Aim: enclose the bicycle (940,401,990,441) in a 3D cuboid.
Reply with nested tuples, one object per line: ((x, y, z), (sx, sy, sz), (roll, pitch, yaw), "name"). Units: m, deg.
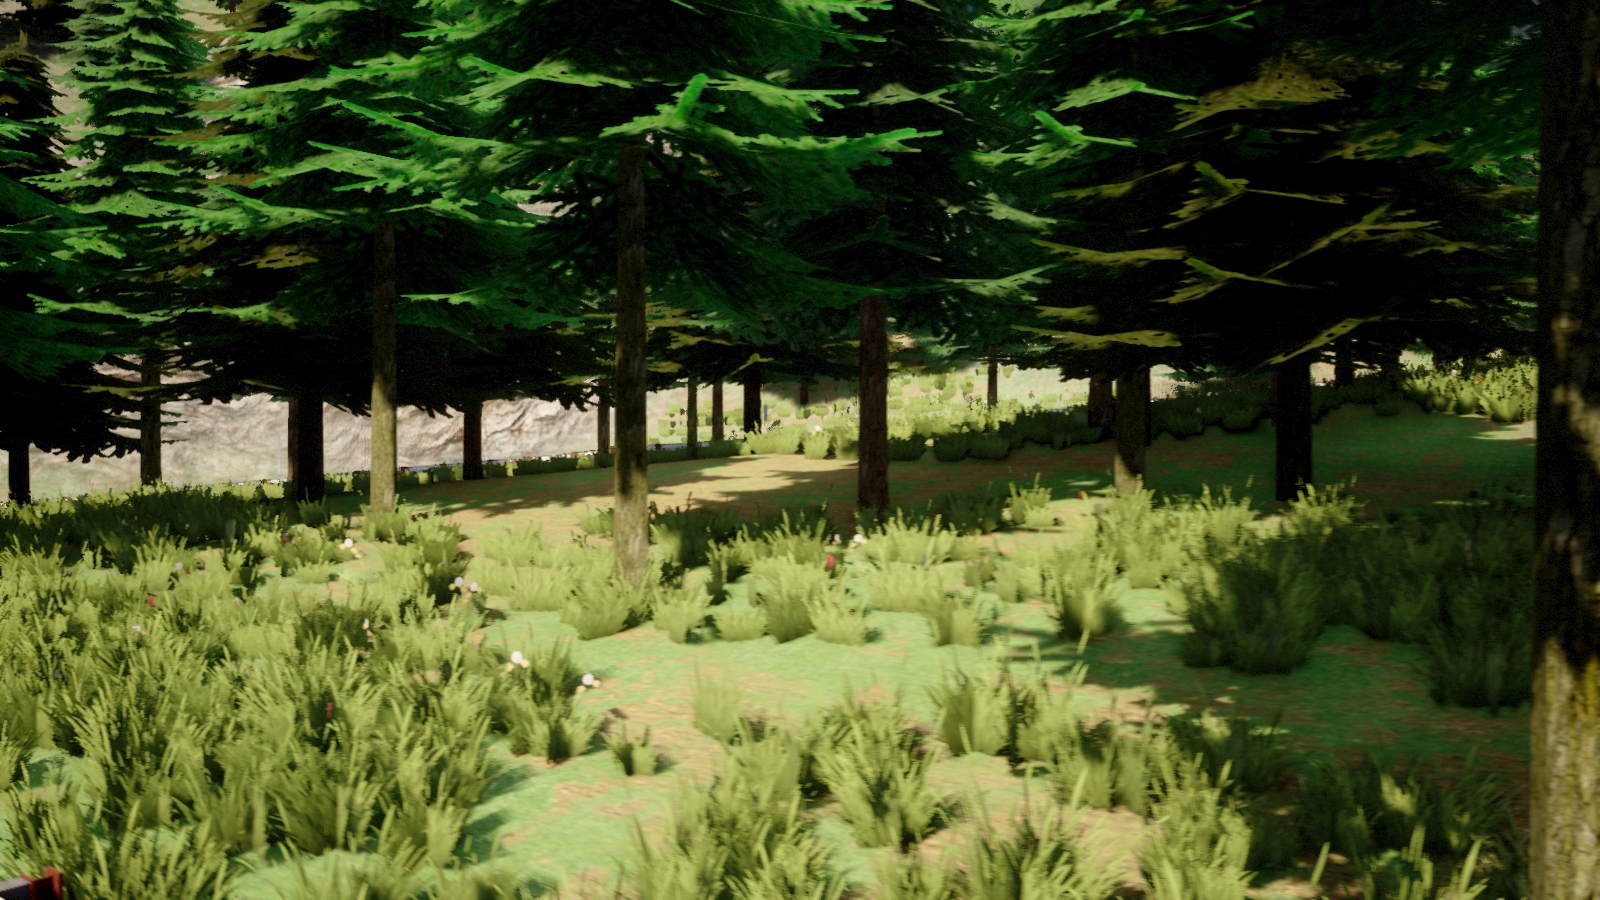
((6.542, -1.143, 45.302), (1.835, 1.471, 0.329), (-4, -1, 23), "bicycle")
